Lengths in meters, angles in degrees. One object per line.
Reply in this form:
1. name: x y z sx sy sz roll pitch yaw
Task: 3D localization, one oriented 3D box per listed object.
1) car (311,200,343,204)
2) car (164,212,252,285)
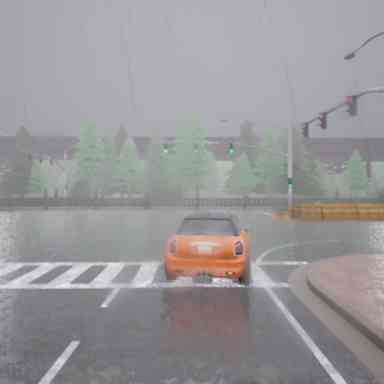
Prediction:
1. car: 12.436 1.552 31.715 4.892 1.490 1.837 0 0 -2
2. car: 0.670 1.365 9.862 2.097 1.767 4.553 0 0 10
